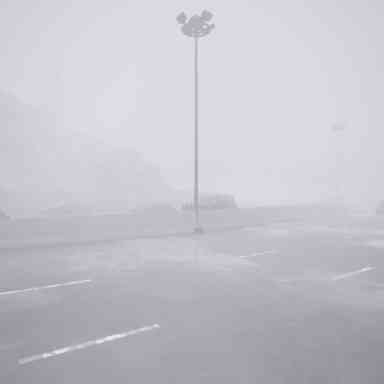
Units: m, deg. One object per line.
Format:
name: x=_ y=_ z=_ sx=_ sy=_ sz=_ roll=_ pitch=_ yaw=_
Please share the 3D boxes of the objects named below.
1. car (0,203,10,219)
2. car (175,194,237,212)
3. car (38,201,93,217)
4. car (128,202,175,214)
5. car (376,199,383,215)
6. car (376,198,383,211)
car: x=-11.905 y=1.352 z=17.073 sx=4.553 sy=1.767 sz=2.097 roll=0 pitch=0 yaw=-36
car: x=1.534 y=1.222 z=27.784 sx=2.150 sy=2.045 sz=5.566 roll=0 pitch=0 yaw=45
car: x=-11.473 y=1.526 z=30.360 sx=4.674 sy=1.442 sz=1.812 roll=0 pitch=0 yaw=-38
car: x=-3.299 y=1.565 z=28.049 sx=4.181 sy=1.385 sz=1.994 roll=0 pitch=0 yaw=-42
car: x=19.350 y=1.549 z=32.859 sx=2.033 sy=1.411 sz=5.357 roll=0 pitch=0 yaw=33
car: x=24.498 y=1.550 z=41.846 sx=2.033 sy=1.411 sz=5.357 roll=0 pitch=0 yaw=26
